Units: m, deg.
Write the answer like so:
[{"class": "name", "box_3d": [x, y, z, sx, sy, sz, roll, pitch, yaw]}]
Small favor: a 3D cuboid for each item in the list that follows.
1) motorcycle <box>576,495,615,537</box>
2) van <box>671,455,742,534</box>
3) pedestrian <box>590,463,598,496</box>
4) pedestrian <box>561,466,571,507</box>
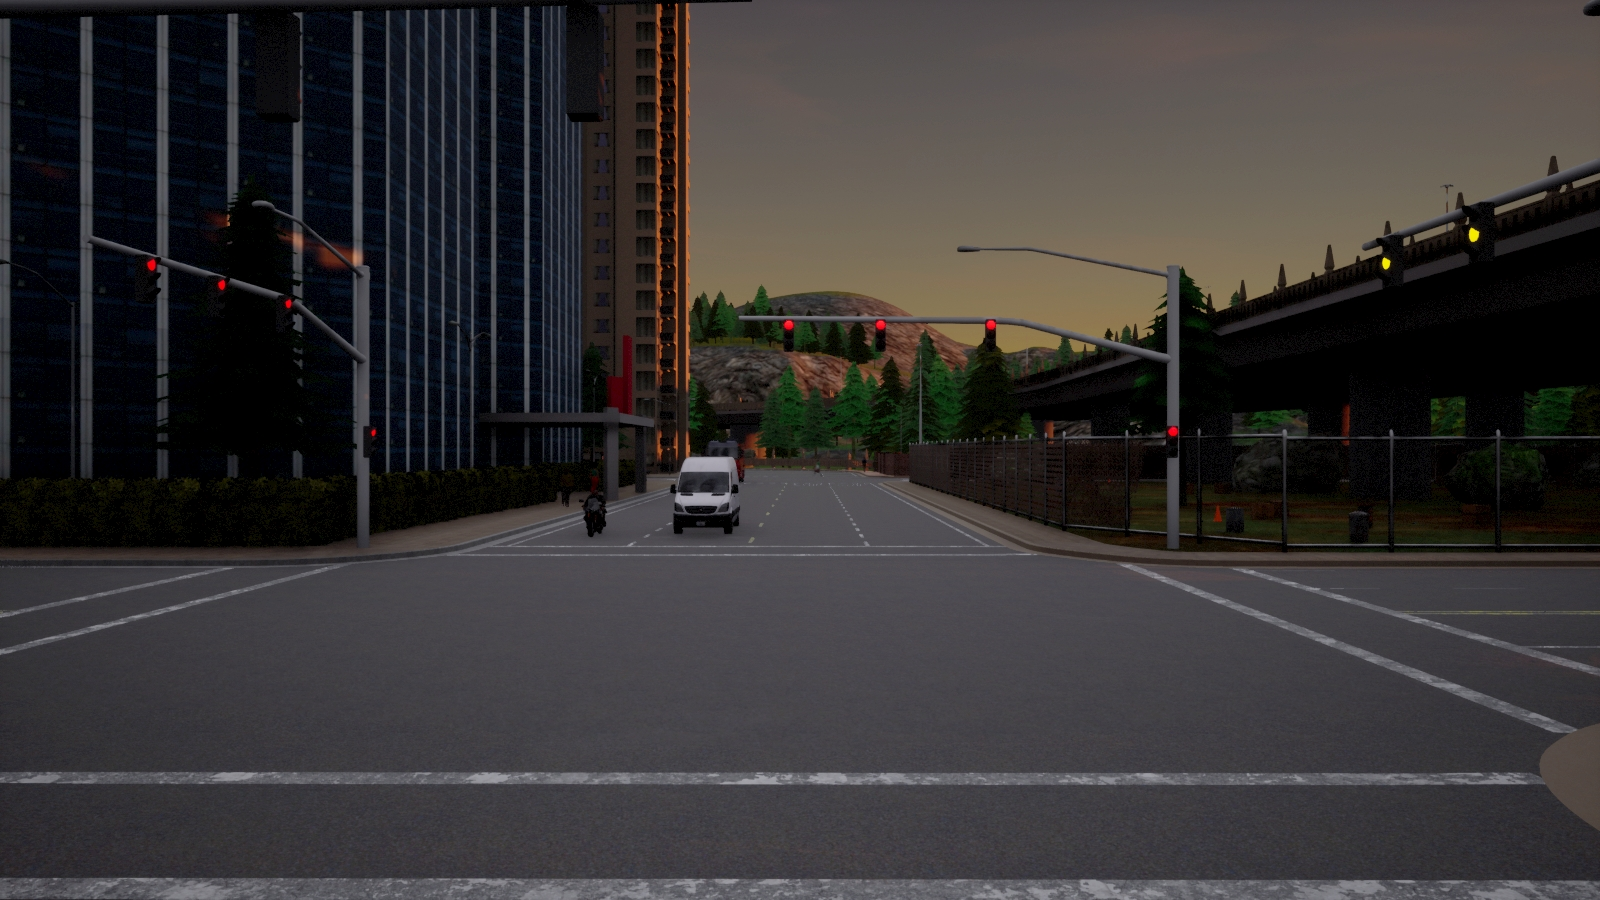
[{"class": "motorcycle", "box_3d": [-6.735, 2.150, 37.693, 0.867, 1.251, 2.209, 0, 0, 0]}, {"class": "van", "box_3d": [-3.226, 1.479, 40.346, 1.988, 2.561, 5.915, 0, 0, 0]}, {"class": "pedestrian", "box_3d": [-11.649, 1.641, 64.644, 0.375, 1.860, 0.375, 0, 0, 1]}, {"class": "pedestrian", "box_3d": [-10.649, 1.642, 51.930, 0.375, 1.860, 0.375, 0, 0, 2]}]
